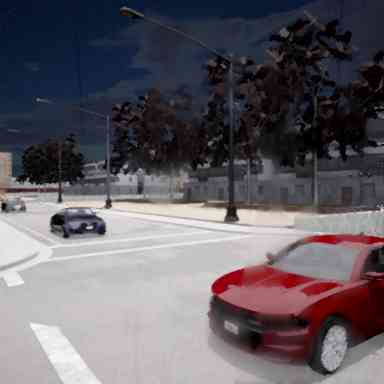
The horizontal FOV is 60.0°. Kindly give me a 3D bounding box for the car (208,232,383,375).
[{"bbox_3d":[2.547,1.517,5.814,5.008,1.535,1.882,0,0,-36],"label":"car"}]

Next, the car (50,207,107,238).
[{"bbox_3d":[-5.939,1.480,17.217,1.994,1.385,4.181,0,0,-35],"label":"car"}]

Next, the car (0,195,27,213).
[{"bbox_3d":[-18.475,1.354,34.469,2.128,1.511,4.902,0,0,-36],"label":"car"}]

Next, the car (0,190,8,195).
[{"bbox_3d":[-27.524,0.664,47.059,2.150,2.045,5.566,0,0,-36],"label":"car"}]
